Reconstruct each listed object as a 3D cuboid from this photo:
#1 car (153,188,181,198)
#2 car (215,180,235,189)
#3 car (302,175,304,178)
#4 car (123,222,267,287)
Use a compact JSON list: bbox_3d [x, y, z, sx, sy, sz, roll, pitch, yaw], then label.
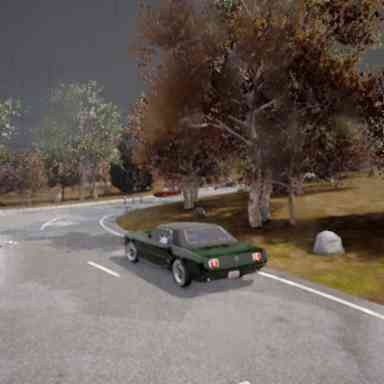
[{"bbox_3d":[-3.755,0.098,49.449,1.895,1.301,4.718,0,5,34],"label":"car"},{"bbox_3d":[6.128,-1.461,62.341,1.837,1.490,4.892,0,6,41],"label":"car"},{"bbox_3d":[24.783,-3.790,78.184,2.128,1.511,4.902,1,6,39],"label":"car"},{"bbox_3d":[-0.265,1.487,9.134,1.895,1.301,4.718,0,1,-32],"label":"car"}]
